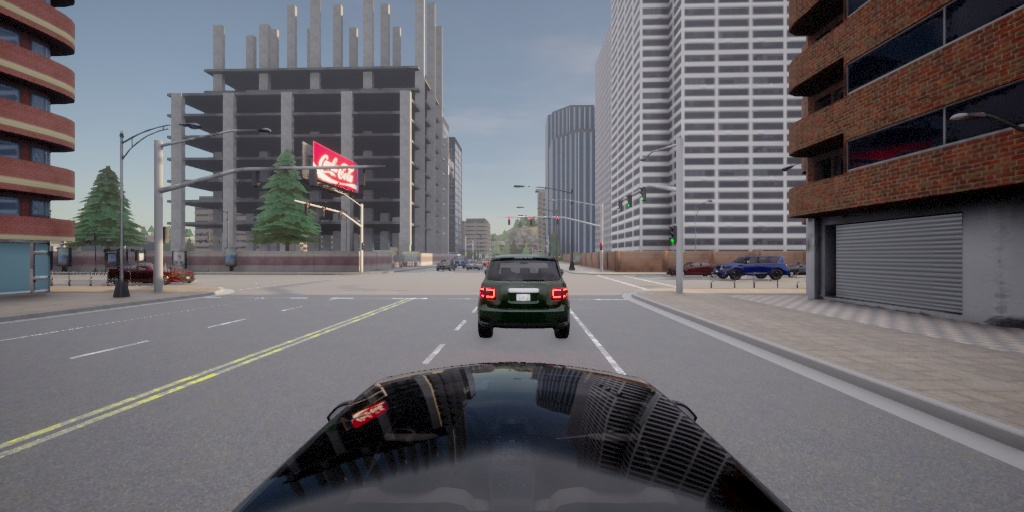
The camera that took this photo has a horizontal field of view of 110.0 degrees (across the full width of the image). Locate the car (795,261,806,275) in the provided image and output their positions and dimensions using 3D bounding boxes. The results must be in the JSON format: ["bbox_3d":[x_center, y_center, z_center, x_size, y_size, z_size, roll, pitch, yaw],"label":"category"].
[{"bbox_3d":[27.240,1.241,33.737,4.902,1.511,2.128,0,0,2],"label":"car"}]

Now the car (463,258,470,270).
[{"bbox_3d":[-5.276,1.351,51.160,1.895,1.301,4.718,0,0,2],"label":"car"}]

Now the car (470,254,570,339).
[{"bbox_3d":[0.338,0.971,10.283,2.150,2.045,5.566,0,0,2],"label":"car"}]

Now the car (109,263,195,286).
[{"bbox_3d":[-24.767,1.228,24.738,5.008,1.535,1.882,0,0,2],"label":"car"}]

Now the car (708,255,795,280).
[{"bbox_3d":[20.226,0.971,30.477,5.566,2.045,2.150,0,0,2],"label":"car"}]

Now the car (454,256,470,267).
[{"bbox_3d":[-8.497,0.971,58.372,2.150,2.045,5.566,0,0,1],"label":"car"}]

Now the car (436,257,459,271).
[{"bbox_3d":[-8.880,1.255,48.524,1.837,1.490,4.892,0,0,2],"label":"car"}]

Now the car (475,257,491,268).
[{"bbox_3d":[-4.871,1.102,61.260,2.097,1.767,4.553,0,0,2],"label":"car"}]

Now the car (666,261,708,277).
[{"bbox_3d":[17.310,1.228,34.071,5.008,1.535,1.882,0,0,2],"label":"car"}]
